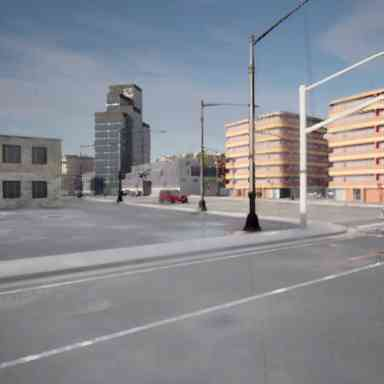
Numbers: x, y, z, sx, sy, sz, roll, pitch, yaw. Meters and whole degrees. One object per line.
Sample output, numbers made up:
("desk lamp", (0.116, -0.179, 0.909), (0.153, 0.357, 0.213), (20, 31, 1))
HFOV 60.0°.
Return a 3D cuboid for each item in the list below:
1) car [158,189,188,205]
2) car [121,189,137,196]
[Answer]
("car", (-2.720, 0.648, 47.046), (2.150, 2.045, 5.566), (0, 1, -34))
("car", (-11.435, 0.268, 59.919), (1.837, 1.490, 4.892), (0, 1, -34))
